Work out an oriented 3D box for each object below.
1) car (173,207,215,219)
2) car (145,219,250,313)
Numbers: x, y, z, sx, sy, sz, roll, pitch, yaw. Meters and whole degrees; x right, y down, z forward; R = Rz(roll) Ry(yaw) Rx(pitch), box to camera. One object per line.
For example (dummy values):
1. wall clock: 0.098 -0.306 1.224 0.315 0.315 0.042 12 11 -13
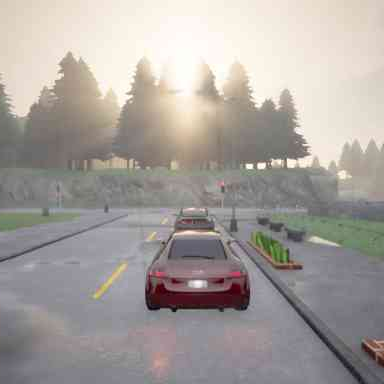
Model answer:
1. car: 0.105 1.504 16.686 1.837 1.490 4.892 0 0 0
2. car: 0.103 1.564 7.774 1.994 1.385 4.181 0 0 0
